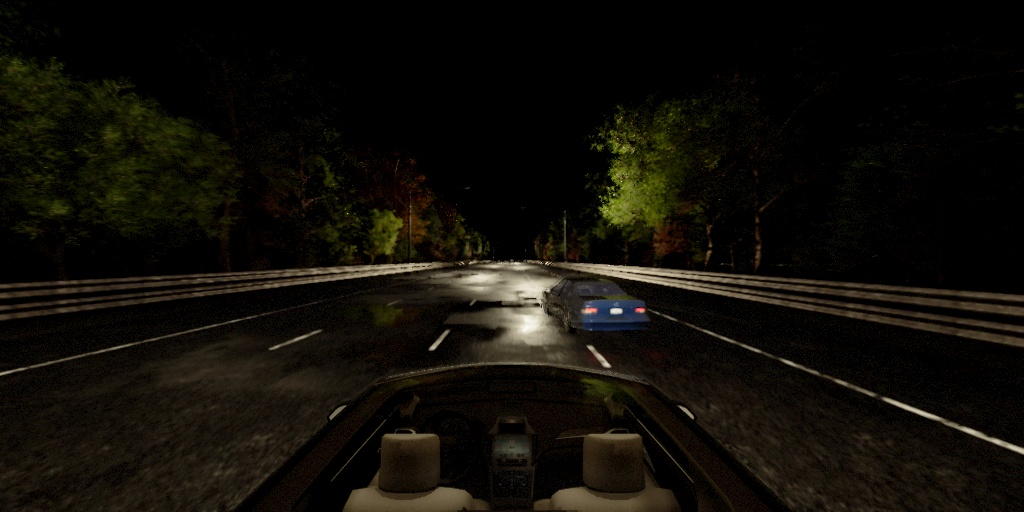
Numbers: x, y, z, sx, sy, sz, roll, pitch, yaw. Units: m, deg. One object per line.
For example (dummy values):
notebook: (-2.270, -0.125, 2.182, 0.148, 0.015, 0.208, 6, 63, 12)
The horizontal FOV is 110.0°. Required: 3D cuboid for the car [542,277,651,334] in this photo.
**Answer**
car: (2.218, 1.352, 10.880, 2.033, 1.411, 5.357, 0, 0, -5)
